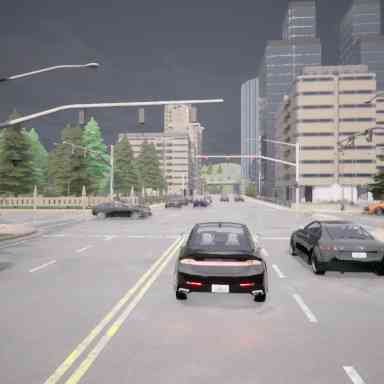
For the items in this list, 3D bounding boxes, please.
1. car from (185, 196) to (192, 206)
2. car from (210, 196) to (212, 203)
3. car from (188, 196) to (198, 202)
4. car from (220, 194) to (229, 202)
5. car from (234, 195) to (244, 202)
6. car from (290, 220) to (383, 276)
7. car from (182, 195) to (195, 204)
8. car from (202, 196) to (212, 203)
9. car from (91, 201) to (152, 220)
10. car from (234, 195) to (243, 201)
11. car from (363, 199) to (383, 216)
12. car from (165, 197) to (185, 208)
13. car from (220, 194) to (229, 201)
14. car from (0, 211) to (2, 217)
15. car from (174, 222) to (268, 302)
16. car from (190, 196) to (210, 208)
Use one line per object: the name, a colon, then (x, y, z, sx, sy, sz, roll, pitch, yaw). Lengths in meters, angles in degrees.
car: (-1.643, 1.547, 55.697, 2.033, 1.411, 5.357, 0, 0, 6)
car: (2.143, 1.601, 58.412, 1.895, 1.301, 4.718, 0, 0, 6)
car: (0.315, 1.595, 75.319, 1.895, 1.301, 4.718, 0, 0, 5)
car: (7.545, 1.549, 77.401, 1.994, 1.385, 4.181, 0, 0, 5)
car: (10.937, 1.591, 76.096, 1.895, 1.301, 4.718, 0, 0, 5)
car: (4.393, 1.564, 10.395, 1.994, 1.385, 4.181, 0, 0, 5)
car: (-0.674, 1.478, 65.380, 1.882, 1.535, 5.008, 0, 0, 6)
car: (3.171, 1.505, 68.457, 1.837, 1.490, 4.892, 0, 0, 6)
car: (-5.713, 1.493, 27.167, 4.902, 1.511, 2.128, 0, 0, 5)
car: (11.823, 1.537, 85.402, 2.033, 1.411, 5.357, 0, 0, 5)
car: (19.152, 1.352, 32.117, 4.553, 1.767, 2.097, 0, 0, 7)
car: (-2.527, 1.564, 46.497, 1.994, 1.385, 4.181, 0, 0, 5)
car: (8.336, 1.353, 85.704, 2.097, 1.767, 4.553, 0, 0, 5)
car: (-16.803, 1.601, 24.701, 4.718, 1.301, 1.895, 0, 0, 5)
car: (0.701, 1.492, 8.285, 2.128, 1.511, 4.902, 0, 0, 5)
car: (1.256, 1.601, 49.291, 1.895, 1.301, 4.718, 0, 0, 5)
